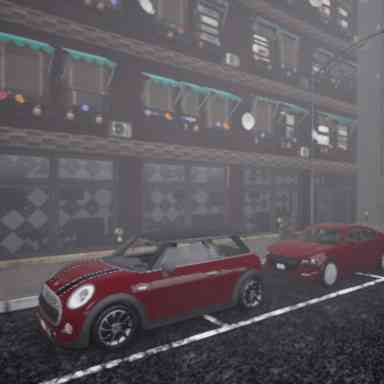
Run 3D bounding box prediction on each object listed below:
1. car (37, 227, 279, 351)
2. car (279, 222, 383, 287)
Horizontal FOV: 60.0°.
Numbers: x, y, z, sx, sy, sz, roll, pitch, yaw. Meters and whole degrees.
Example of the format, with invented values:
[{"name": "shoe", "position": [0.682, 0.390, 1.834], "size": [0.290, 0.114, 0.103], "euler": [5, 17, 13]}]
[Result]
[{"name": "car", "position": [-0.592, 1.448, 6.136], "size": [4.097, 1.590, 1.967], "euler": [0, 0, -35]}, {"name": "car", "position": [3.998, 1.569, 9.409], "size": [4.507, 1.381, 1.887], "euler": [0, 0, -35]}]
